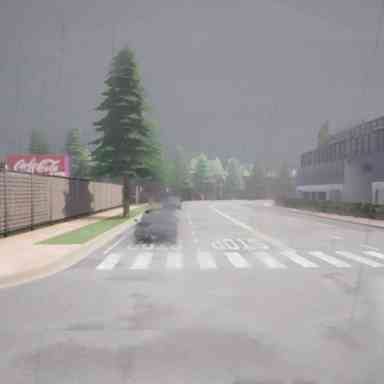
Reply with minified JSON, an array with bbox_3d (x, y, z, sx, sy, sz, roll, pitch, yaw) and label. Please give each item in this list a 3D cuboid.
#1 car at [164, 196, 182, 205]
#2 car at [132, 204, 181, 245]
[{"bbox_3d":[-2.385,1.347,41.314,2.097,1.767,4.553,0,0,-2],"label":"car"},{"bbox_3d":[-1.584,1.561,15.671,1.837,1.490,4.892,0,0,-2],"label":"car"}]
